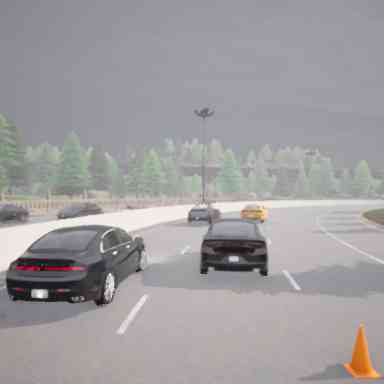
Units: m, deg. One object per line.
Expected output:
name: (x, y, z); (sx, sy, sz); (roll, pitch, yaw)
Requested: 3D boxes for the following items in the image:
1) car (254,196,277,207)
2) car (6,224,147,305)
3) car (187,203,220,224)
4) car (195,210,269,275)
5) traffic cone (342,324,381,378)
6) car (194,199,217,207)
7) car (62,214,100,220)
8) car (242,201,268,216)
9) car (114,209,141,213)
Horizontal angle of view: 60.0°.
car: (14.680, 1.888, 66.217); (2.150, 2.045, 5.566); (0, 0, 41)
car: (-2.447, 1.558, 8.247); (1.837, 1.490, 4.892); (0, -1, 5)
car: (1.066, 1.717, 26.371); (2.128, 1.511, 4.902); (0, -1, 16)
car: (1.357, 1.578, 10.940); (1.882, 1.535, 5.008); (0, 0, 7)
traffic cone: (2.173, 2.006, 4.279); (0.340, 0.580, 0.340); (0, 0, -2)
car: (2.585, 2.030, 61.925); (1.837, 1.490, 4.892); (0, -1, 35)
car: (-9.463, 1.677, 28.361); (1.837, 1.490, 4.892); (0, -1, 16)
car: (5.444, 1.752, 28.670); (1.882, 1.535, 5.008); (0, -1, 18)
car: (-5.520, 1.809, 29.551); (1.895, 1.301, 4.718); (0, 0, 17)
